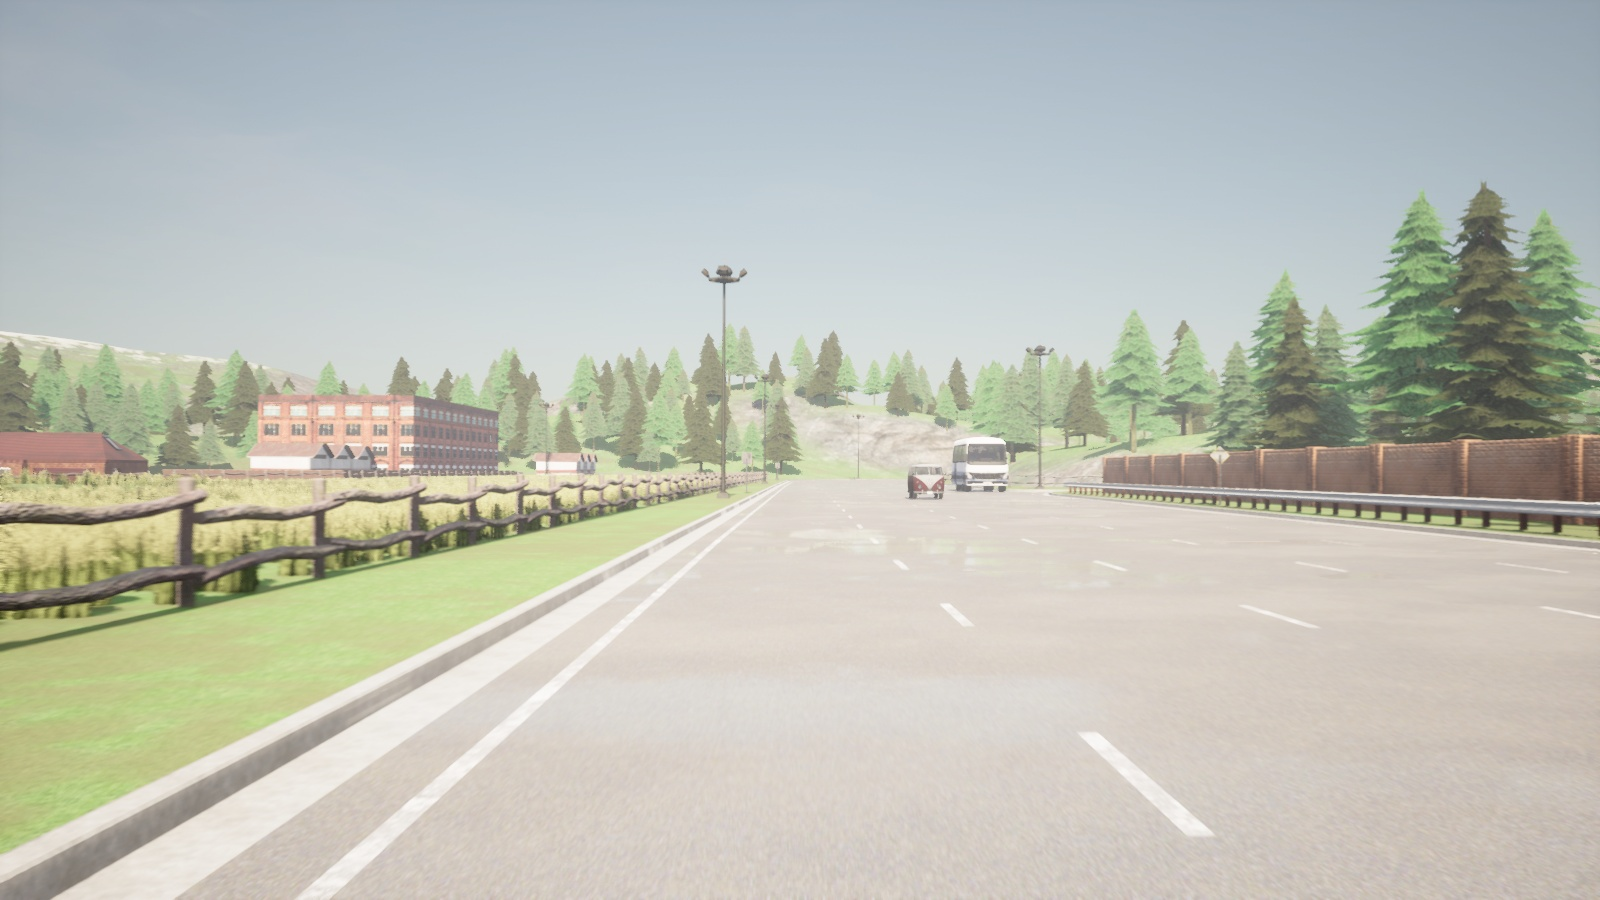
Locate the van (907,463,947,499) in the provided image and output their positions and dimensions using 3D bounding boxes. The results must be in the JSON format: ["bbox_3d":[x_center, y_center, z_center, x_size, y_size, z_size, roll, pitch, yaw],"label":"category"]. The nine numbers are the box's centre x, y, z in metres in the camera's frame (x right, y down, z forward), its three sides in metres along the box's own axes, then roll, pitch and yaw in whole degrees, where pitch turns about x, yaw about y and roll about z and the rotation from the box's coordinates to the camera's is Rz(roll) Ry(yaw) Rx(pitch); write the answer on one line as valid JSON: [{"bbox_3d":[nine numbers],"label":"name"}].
[{"bbox_3d":[7.073,1.720,70.433,1.775,1.987,4.442,0,-1,0],"label":"van"}]
